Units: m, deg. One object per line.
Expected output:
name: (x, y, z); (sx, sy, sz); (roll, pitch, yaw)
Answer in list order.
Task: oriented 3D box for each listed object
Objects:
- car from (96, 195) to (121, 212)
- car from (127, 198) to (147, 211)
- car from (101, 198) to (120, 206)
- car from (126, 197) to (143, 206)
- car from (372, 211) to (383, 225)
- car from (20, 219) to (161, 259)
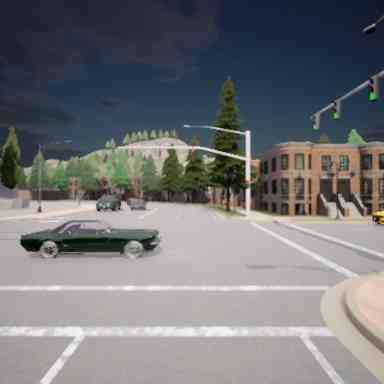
car: (-10.338, 1.415, 41.706); (2.150, 2.045, 5.566); (0, 0, -1)
car: (-6.953, 1.708, 43.716); (1.837, 1.490, 4.892); (0, 0, -3)
car: (-15.595, 1.842, 63.395); (2.033, 1.411, 5.357); (0, 0, -31)
car: (-10.601, 1.760, 60.694); (1.882, 1.535, 5.008); (0, 0, -23)
car: (15.037, 1.584, 22.810); (5.008, 1.535, 1.882); (0, 0, 0)
car: (-3.515, 1.668, 12.206); (4.718, 1.301, 1.895); (0, 0, 0)
